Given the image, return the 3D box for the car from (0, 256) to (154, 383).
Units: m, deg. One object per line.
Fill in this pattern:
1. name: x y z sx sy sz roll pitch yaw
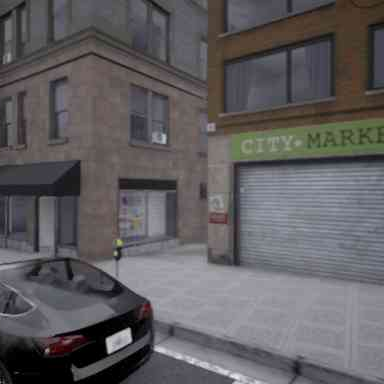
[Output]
1. car: -2.456 1.616 4.701 4.313 1.339 1.947 -1 0 35
